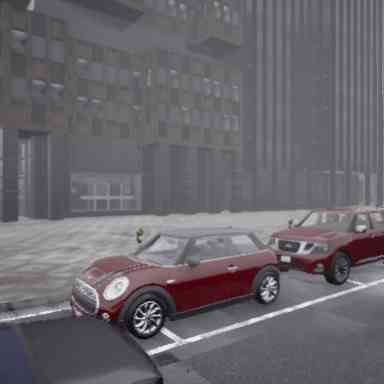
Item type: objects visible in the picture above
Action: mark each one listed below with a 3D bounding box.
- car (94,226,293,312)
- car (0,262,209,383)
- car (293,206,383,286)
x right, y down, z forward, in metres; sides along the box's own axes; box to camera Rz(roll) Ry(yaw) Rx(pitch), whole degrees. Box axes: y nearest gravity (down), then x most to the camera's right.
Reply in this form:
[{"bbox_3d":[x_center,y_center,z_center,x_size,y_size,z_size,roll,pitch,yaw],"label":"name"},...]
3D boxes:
[{"bbox_3d":[-0.192,1.460,6.516,4.097,1.590,1.967,0,0,-35],"label":"car"},{"bbox_3d":[-2.620,1.540,1.510,5.357,1.411,2.033,0,0,-36],"label":"car"},{"bbox_3d":[4.401,1.368,9.793,5.009,1.841,2.192,0,0,-35],"label":"car"}]
